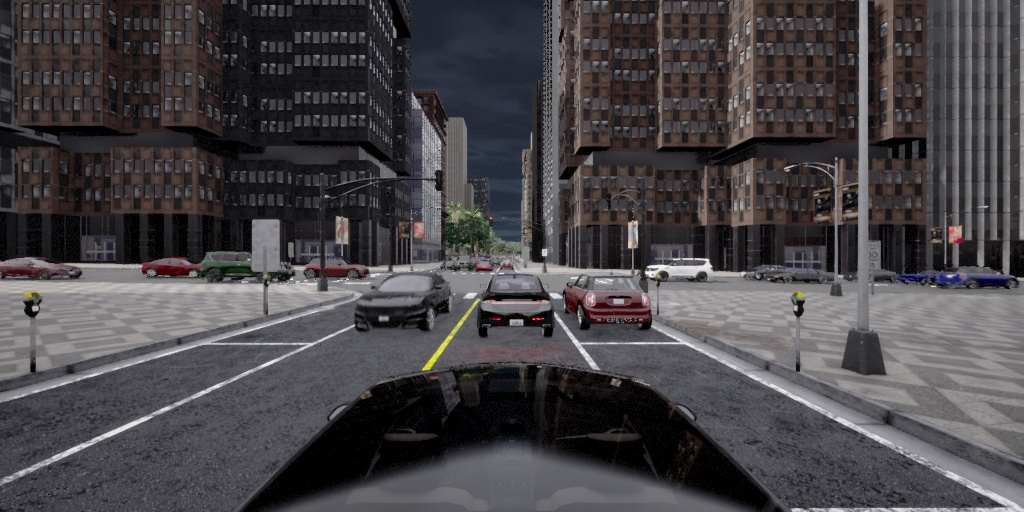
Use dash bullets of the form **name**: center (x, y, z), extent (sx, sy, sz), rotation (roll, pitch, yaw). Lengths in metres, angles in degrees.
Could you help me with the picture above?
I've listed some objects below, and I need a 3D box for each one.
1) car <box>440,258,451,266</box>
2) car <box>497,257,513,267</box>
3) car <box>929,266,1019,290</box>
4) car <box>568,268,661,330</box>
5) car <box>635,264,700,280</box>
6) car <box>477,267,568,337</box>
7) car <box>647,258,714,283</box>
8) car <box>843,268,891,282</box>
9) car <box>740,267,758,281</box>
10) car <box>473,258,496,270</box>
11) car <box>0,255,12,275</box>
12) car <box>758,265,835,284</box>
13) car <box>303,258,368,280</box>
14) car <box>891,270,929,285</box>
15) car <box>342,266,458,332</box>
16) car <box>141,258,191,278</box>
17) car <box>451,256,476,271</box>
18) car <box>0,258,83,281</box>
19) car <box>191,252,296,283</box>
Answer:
- **car**: center (-9.280, 1.323, 52.450), extent (1.948, 1.339, 4.313), rotation (0, 0, -1)
- **car**: center (-0.755, 1.198, 52.527), extent (1.967, 1.591, 4.097), rotation (0, 0, -1)
- **car**: center (36.296, 1.657, 28.018), extent (4.553, 1.767, 2.097), rotation (1, 0, 0)
- **car**: center (2.735, 1.190, 11.146), extent (1.967, 1.591, 4.097), rotation (0, 0, 0)
- **car**: center (14.909, 1.533, 34.523), extent (5.357, 1.411, 2.033), rotation (1, 0, 1)
- **car**: center (0.077, 1.241, 10.260), extent (2.128, 1.511, 4.902), rotation (0, 0, -1)
- **car**: center (14.510, 1.205, 31.259), extent (5.566, 2.045, 2.150), rotation (1, 0, 1)
- **car**: center (34.730, 1.838, 34.697), extent (4.181, 1.385, 1.994), rotation (1, 0, -1)
- **car**: center (24.708, 1.619, 34.618), extent (4.902, 1.511, 2.128), rotation (1, 0, -1)
- **car**: center (-3.535, 1.311, 47.493), extent (1.994, 1.385, 4.181), rotation (0, 0, 1)
- **car**: center (-42.095, 0.671, 27.348), extent (4.902, 1.511, 2.128), rotation (1, 0, 0)
- **car**: center (25.123, 1.685, 31.370), extent (5.357, 1.411, 2.033), rotation (1, 0, 0)
- **car**: center (-13.618, 0.937, 28.058), extent (4.553, 1.767, 2.097), rotation (1, 0, -7)
- **car**: center (36.877, 1.909, 31.460), extent (4.718, 1.301, 1.895), rotation (1, 0, 0)
- **car**: center (-3.060, 1.227, 11.029), extent (1.882, 1.535, 5.008), rotation (0, 0, 0)
- **car**: center (-25.278, 0.900, 27.484), extent (5.008, 1.535, 1.882), rotation (1, 0, -1)
- **car**: center (-6.583, 0.973, 49.348), extent (2.150, 2.045, 5.566), rotation (0, 0, 0)
- **car**: center (-32.048, 0.855, 24.180), extent (4.674, 1.442, 1.812), rotation (1, 0, -1)
- **car**: center (-17.813, 0.753, 24.291), extent (5.566, 2.045, 2.150), rotation (1, 0, 0)
